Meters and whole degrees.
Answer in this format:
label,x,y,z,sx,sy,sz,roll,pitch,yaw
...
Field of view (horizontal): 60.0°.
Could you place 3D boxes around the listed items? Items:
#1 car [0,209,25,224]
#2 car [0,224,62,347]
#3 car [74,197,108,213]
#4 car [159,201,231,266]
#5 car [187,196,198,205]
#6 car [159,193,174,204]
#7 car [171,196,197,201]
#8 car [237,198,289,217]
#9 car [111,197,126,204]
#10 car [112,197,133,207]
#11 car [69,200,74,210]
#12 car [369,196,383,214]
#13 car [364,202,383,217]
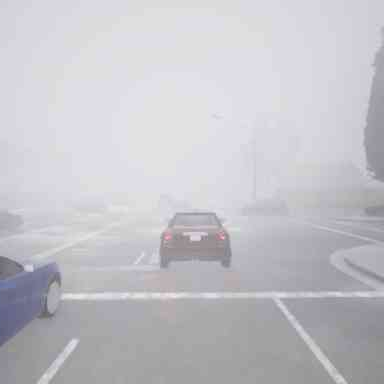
label,x,y,z,sx,sy,sz,roll,pitch,yaw
car,-10.598,1.534,16.877,2.033,1.411,5.357,0,0,0
car,-3.399,1.474,4.368,1.882,1.535,5.008,0,0,0
car,-10.595,1.323,35.821,2.097,1.767,4.553,0,0,0
car,0.098,1.341,11.603,2.097,1.767,4.553,0,0,0
car,0.093,1.498,60.759,2.033,1.411,5.357,0,0,0
car,-3.455,1.183,47.394,2.150,2.045,5.566,0,0,0
car,-1.022,1.516,38.443,2.033,1.411,5.357,0,0,-5
car,6.384,1.327,30.234,4.553,1.767,2.097,0,0,0
car,-13.997,1.550,63.718,1.895,1.301,4.718,0,0,0
car,-10.578,1.559,52.064,1.895,1.301,4.718,0,0,0
car,-14.093,1.444,42.597,1.882,1.535,5.008,0,0,0
car,20.882,1.324,33.837,4.553,1.767,2.097,0,0,-1
car,18.364,1.452,30.313,5.008,1.535,1.882,0,0,-1
